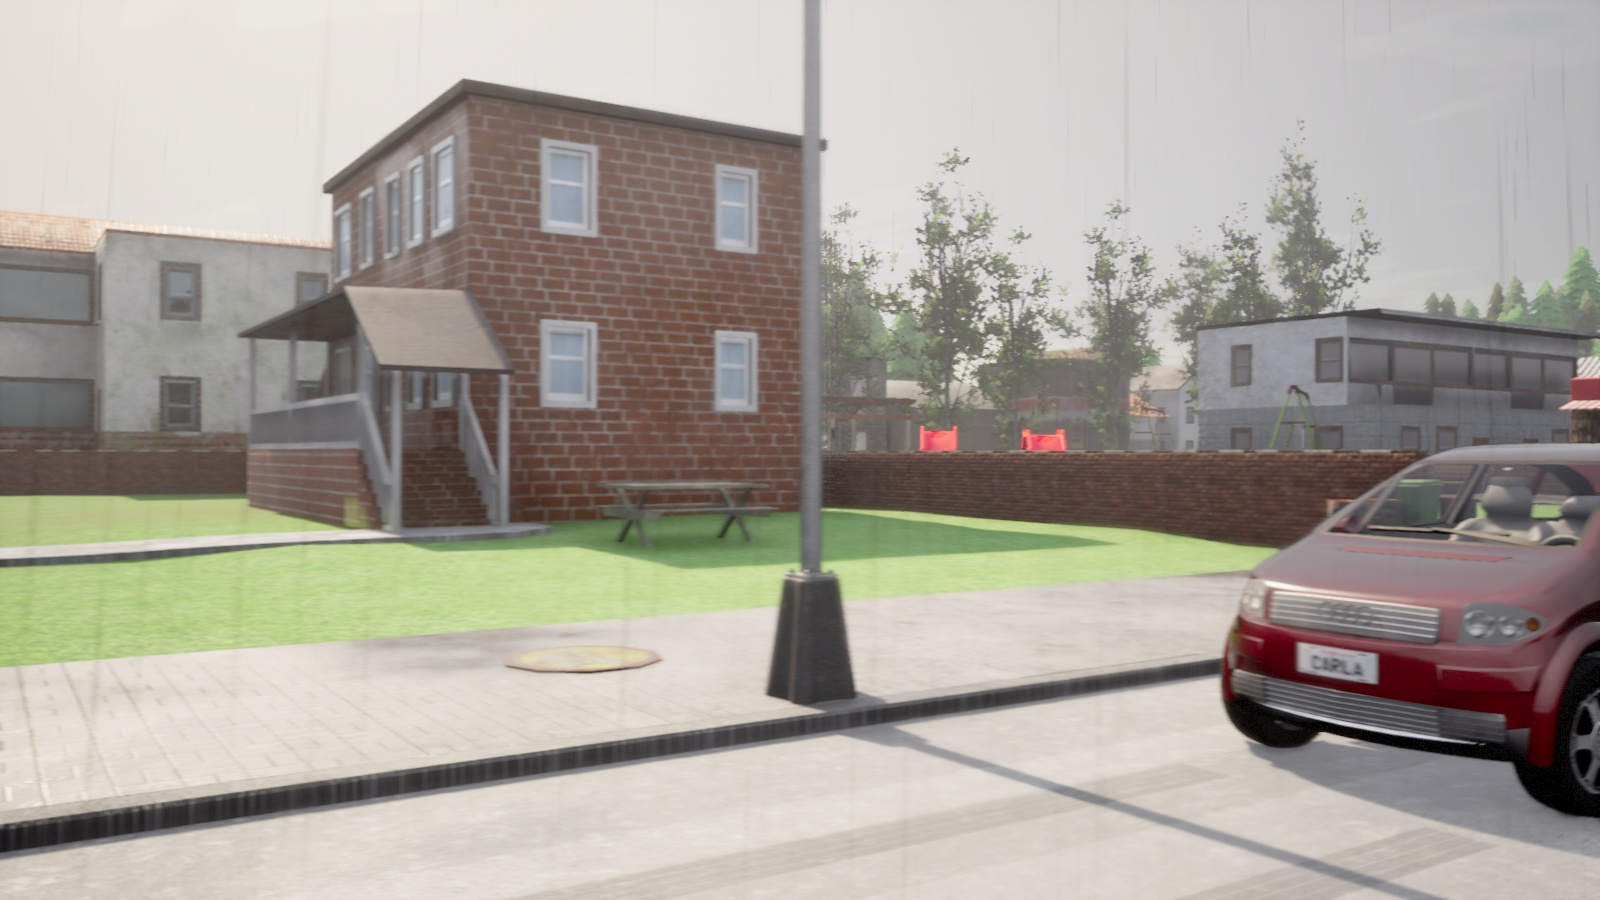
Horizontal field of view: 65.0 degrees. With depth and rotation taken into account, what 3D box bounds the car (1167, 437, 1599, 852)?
[{"bbox_3d":[3.849,0.731,6.462,3.705,1.549,1.789,0,0,-33],"label":"car"}]
